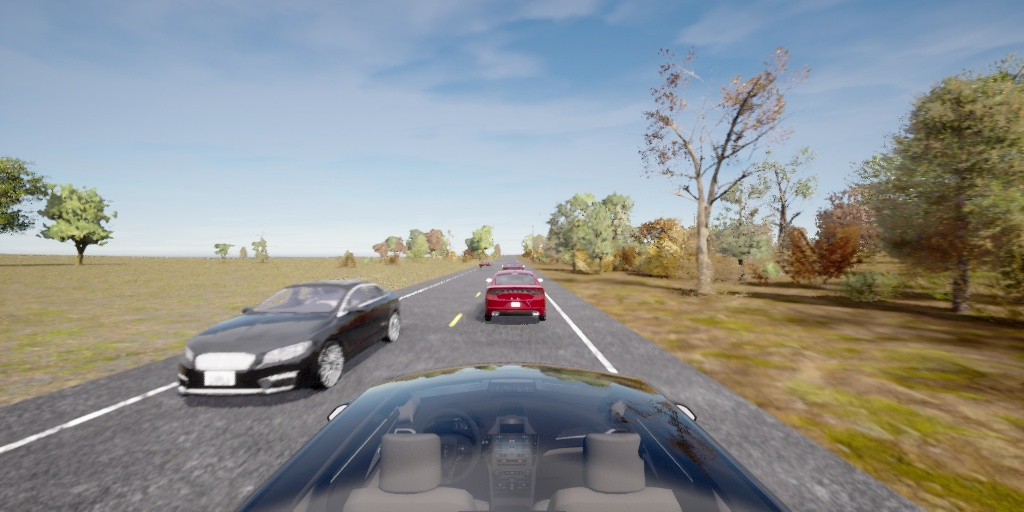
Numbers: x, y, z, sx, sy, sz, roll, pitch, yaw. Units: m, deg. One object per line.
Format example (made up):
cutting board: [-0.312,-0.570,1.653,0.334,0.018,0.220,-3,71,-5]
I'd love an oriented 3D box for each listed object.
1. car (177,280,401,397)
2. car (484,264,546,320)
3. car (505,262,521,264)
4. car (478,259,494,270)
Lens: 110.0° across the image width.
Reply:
car: [-3.599,1.242,6.868,2.128,1.511,4.902,0,0,0]
car: [0.103,1.226,12.679,1.882,1.535,5.008,0,0,0]
car: [0.107,1.216,31.052,1.882,1.535,5.008,0,0,0]
car: [-3.488,1.033,48.185,1.895,1.301,4.718,0,0,0]
